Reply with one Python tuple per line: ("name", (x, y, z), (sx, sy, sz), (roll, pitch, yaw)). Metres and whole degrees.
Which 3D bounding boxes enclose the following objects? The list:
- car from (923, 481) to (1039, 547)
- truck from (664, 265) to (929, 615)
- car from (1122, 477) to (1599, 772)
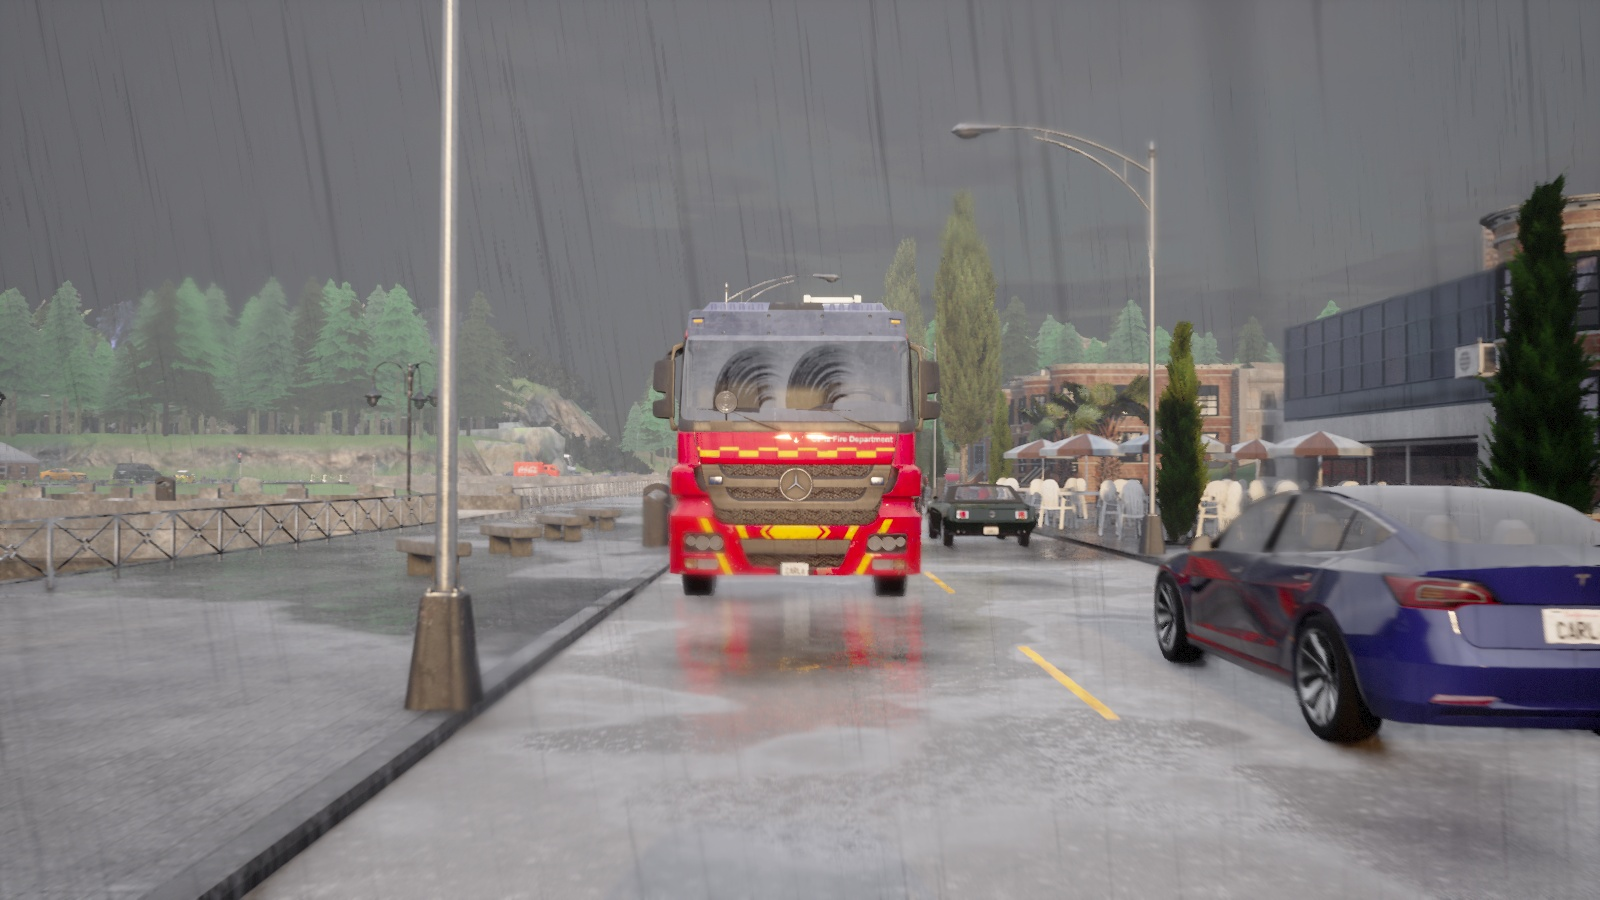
("car", (3.927, 1.369, 28.053), (1.895, 1.301, 4.718), (0, -1, 0))
("truck", (-0.052, -0.048, 18.007), (2.891, 3.827, 8.468), (0, -1, 0))
("car", (3.976, 0.947, 8.864), (2.163, 1.488, 4.792), (0, -1, 0))
